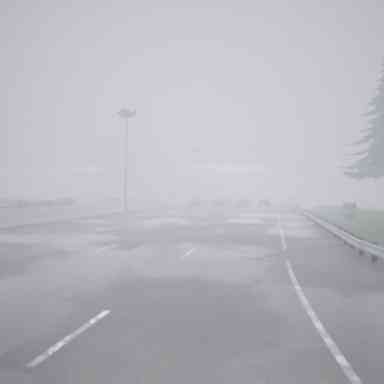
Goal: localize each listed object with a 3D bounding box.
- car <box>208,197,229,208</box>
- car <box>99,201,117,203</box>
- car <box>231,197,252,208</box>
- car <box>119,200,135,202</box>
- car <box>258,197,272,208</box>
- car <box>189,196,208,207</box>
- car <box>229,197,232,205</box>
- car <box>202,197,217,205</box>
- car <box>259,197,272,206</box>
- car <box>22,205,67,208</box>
[{"bbox_3d":[4.246,1.662,52.368,1.837,1.490,4.892,0,0,14],"label":"car"},{"bbox_3d":[-13.336,1.572,54.343,1.837,1.490,4.892,0,-1,14],"label":"car"},{"bbox_3d":[7.744,1.739,51.938,1.994,1.385,4.181,0,0,14],"label":"car"},{"bbox_3d":[-9.670,1.688,54.554,1.895,1.301,4.718,0,0,14],"label":"car"},{"bbox_3d":[11.044,1.695,50.698,1.837,1.490,4.892,0,0,14],"label":"car"},{"bbox_3d":[0.933,1.494,53.547,2.097,1.767,4.553,0,0,14],"label":"car"},{"bbox_3d":[6.733,1.703,62.487,1.837,1.490,4.892,0,0,14],"label":"car"},{"bbox_3d":[3.334,1.746,63.322,1.994,1.385,4.181,0,0,14],"label":"car"},{"bbox_3d":[13.531,1.723,60.817,2.128,1.511,4.902,0,0,14],"label":"car"},{"bbox_3d":[-14.928,1.562,33.338,1.994,1.385,4.181,0,0,14],"label":"car"}]
